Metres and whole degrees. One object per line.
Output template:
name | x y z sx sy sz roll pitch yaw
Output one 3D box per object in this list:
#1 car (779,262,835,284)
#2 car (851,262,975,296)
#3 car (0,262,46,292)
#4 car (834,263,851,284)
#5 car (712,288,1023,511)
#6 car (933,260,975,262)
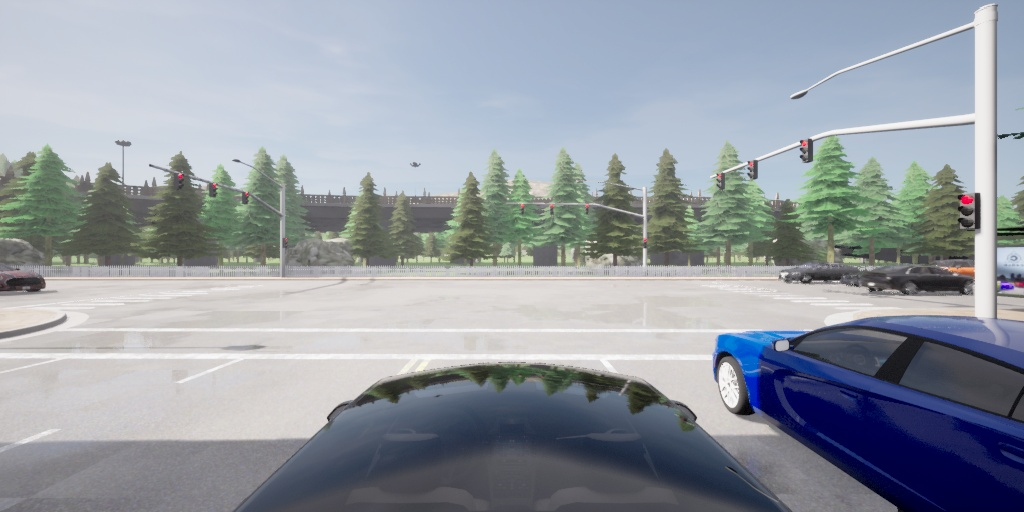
car | 21.751 1.186 25.510 4.902 1.511 2.128 0 0 0
car | 20.803 1.199 18.334 4.892 1.490 1.837 0 0 0
car | -27.080 1.047 18.309 4.553 1.767 2.097 0 0 -1
car | 23.559 1.242 22.025 5.357 1.411 2.033 0 0 0
car | 3.641 1.228 2.940 1.882 1.535 5.008 0 0 2
car | 30.842 1.046 25.358 4.553 1.767 2.097 0 0 2
